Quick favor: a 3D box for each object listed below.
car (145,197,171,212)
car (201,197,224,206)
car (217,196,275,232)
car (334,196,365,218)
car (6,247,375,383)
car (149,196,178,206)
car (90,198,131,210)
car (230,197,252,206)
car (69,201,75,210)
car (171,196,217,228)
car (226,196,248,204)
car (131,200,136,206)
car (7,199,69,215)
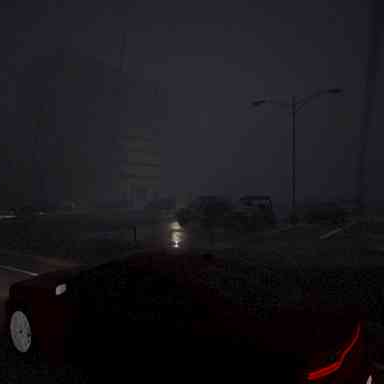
[{"bbox_3d":[-3.539,1.564,38.985,1.994,1.385,4.181,0,0,34],"label":"car"},{"bbox_3d":[3.508,1.526,55.754,1.812,1.442,4.674,0,0,34],"label":"car"},{"bbox_3d":[3.356,1.156,19.032,1.905,1.878,3.866,0,0,34],"label":"car"},{"bbox_3d":[15.380,1.395,31.987,1.970,1.475,3.806,0,0,34],"label":"car"},{"bbox_3d":[-0.486,1.478,4.335,5.008,1.535,1.882,0,0,35],"label":"car"},{"bbox_3d":[-4.761,1.492,56.294,2.128,1.511,4.902,0,0,34],"label":"car"},{"bbox_3d":[-10.337,1.601,41.775,1.895,1.301,4.718,0,0,34],"label":"car"},{"bbox_3d":[8.431,1.601,56.828,1.895,1.301,4.718,0,0,34],"label":"car"},{"bbox_3d":[-16.130,1.526,39.402,1.812,1.442,4.674,0,0,34],"label":"car"},{"bbox_3d":[0.989,1.153,20.698,1.932,1.855,4.605,0,0,34],"label":"car"},{"bbox_3d":[8.581,1.492,63.326,2.128,1.511,4.902,0,0,34],"label":"car"},{"bbox_3d":[-10.469,1.547,47.858,2.033,1.411,5.357,0,0,33],"label":"car"},{"bbox_3d":[-15.679,1.547,33.814,2.033,1.411,5.357,0,0,34],"label":"car"}]
